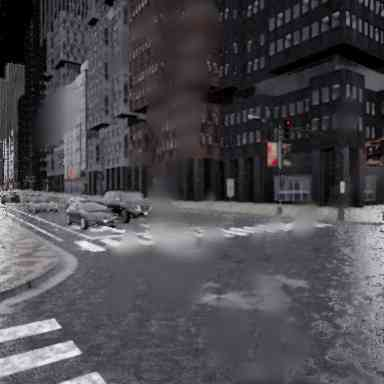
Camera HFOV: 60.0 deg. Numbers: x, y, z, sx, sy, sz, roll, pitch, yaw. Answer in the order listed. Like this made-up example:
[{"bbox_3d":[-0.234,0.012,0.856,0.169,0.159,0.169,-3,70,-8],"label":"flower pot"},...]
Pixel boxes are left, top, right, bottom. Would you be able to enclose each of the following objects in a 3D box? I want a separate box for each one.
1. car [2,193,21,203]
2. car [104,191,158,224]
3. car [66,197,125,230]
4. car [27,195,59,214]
[{"bbox_3d":[-26.195,0.907,48.190,1.994,1.385,4.181,0,1,-35],"label":"car"},{"bbox_3d":[-4.475,0.964,23.145,2.150,2.045,5.566,0,1,-35],"label":"car"},{"bbox_3d":[-6.000,1.283,19.679,1.837,1.490,4.892,0,1,-35],"label":"car"},{"bbox_3d":[-13.660,1.220,30.434,1.895,1.301,4.718,0,1,-35],"label":"car"}]
